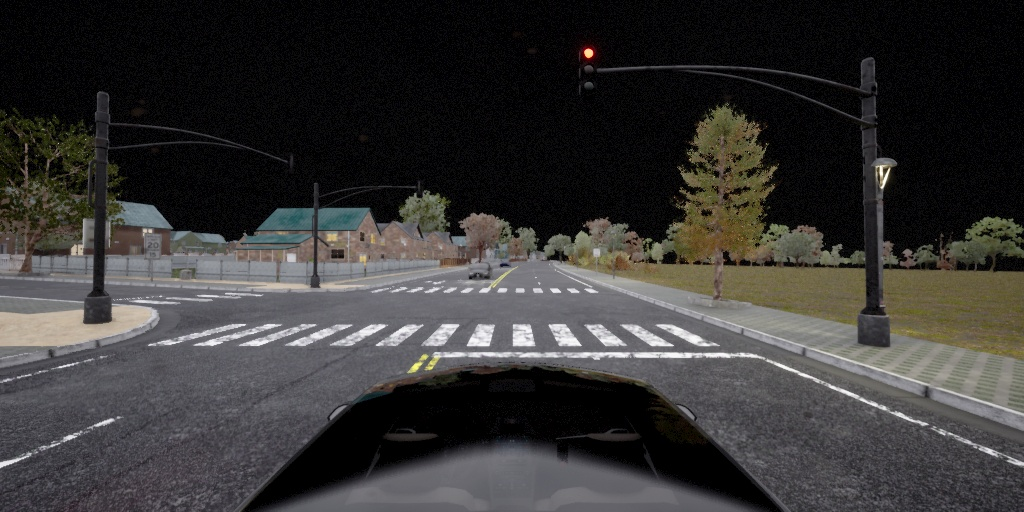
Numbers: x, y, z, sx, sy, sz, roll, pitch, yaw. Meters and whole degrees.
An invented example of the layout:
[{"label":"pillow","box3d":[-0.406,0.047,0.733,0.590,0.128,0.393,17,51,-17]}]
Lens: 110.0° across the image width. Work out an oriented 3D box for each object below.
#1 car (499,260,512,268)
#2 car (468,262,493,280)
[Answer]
[{"label":"car","box3d":[-1.147,1.422,61.891,1.895,1.301,4.718,0,0,4]},{"label":"car","box3d":[-2.692,1.336,31.646,1.837,1.490,4.892,0,0,2]}]
